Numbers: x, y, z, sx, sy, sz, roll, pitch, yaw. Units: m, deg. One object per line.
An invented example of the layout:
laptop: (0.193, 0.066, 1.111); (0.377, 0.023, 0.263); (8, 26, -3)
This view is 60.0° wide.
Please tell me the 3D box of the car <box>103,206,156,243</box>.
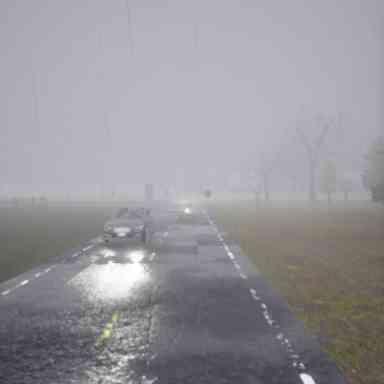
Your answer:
car: (-2.847, 1.452, 15.927); (2.128, 1.511, 4.902); (0, 0, 0)
